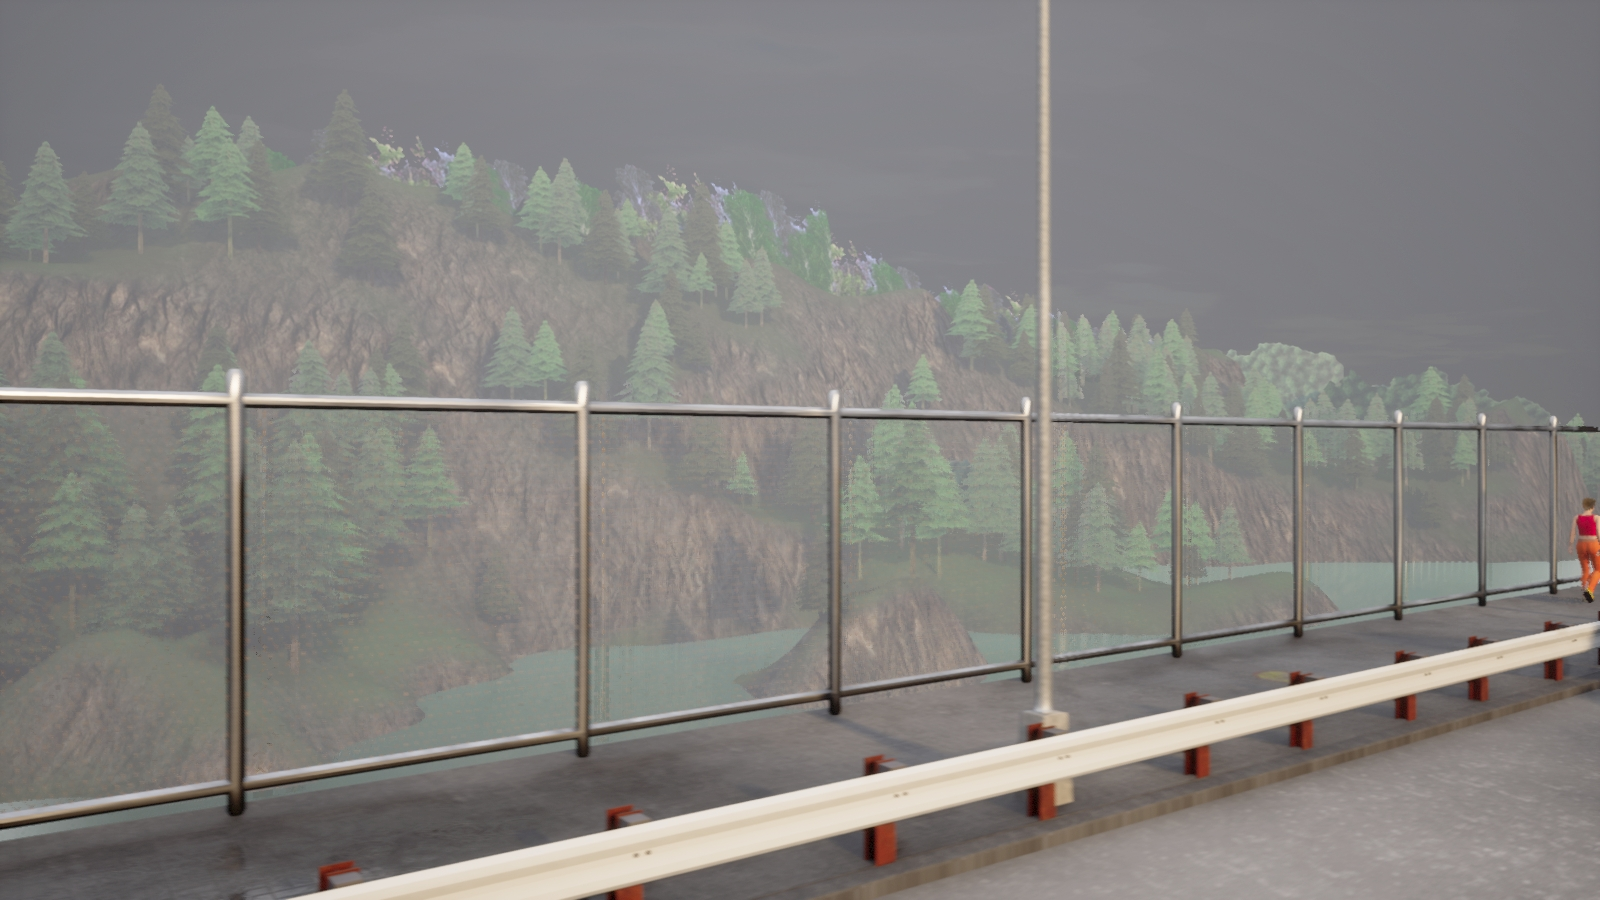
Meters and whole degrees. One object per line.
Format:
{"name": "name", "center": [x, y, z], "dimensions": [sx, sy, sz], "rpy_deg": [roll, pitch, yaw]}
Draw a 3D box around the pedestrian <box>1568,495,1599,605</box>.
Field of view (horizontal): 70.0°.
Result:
{"name": "pedestrian", "center": [13.567, 1.715, 19.759], "dimensions": [0.375, 1.860, 0.375], "rpy_deg": [0, 0, -36]}
